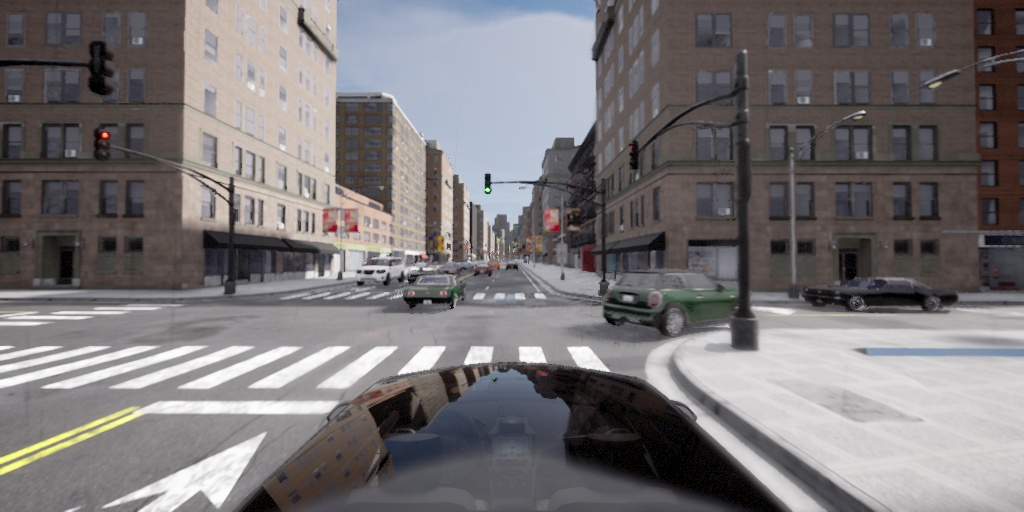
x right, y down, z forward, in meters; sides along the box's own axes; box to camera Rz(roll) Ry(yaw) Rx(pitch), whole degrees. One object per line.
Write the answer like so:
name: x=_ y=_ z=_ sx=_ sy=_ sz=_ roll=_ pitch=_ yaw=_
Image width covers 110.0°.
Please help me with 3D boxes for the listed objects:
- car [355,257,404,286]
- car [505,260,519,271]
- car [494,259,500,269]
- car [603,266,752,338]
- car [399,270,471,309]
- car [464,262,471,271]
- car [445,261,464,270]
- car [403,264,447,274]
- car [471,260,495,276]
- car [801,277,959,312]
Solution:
car: x=-9.854 y=1.103 z=27.339 sx=2.150 sy=2.045 sz=5.566 roll=0 pitch=0 yaw=0
car: x=-0.004 y=1.496 z=56.040 sx=1.882 sy=1.535 sz=5.008 roll=0 pitch=0 yaw=0
car: x=-3.197 y=1.400 z=62.984 sx=2.097 sy=1.767 sz=4.553 roll=0 pitch=0 yaw=0
car: x=4.903 y=1.160 z=10.492 sx=4.553 sy=1.767 sz=2.097 roll=1 pitch=-1 yaw=-30
car: x=-3.147 y=1.455 z=15.628 sx=1.895 sy=1.301 sz=4.718 roll=0 pitch=-1 yaw=0
car: x=-6.577 y=1.557 z=50.553 sx=1.994 sy=1.385 sz=4.181 roll=0 pitch=0 yaw=0
car: x=-6.581 y=1.495 z=37.579 sx=1.994 sy=1.385 sz=4.181 roll=0 pitch=0 yaw=1
car: x=-6.596 y=1.484 z=27.656 sx=1.895 sy=1.301 sz=4.718 roll=0 pitch=0 yaw=0
car: x=-3.153 y=1.469 z=40.062 sx=1.812 sy=1.442 sz=4.674 roll=0 pitch=0 yaw=0
car: x=14.589 y=1.517 z=14.453 sx=4.718 sy=1.301 sz=1.895 roll=0 pitch=-1 yaw=0
